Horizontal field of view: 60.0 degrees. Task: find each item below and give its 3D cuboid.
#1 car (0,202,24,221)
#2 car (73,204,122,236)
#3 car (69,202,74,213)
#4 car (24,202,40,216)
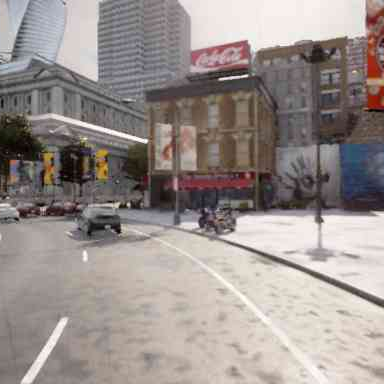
[{"bbox_3d":[-15.993,1.723,27.931,1.812,1.442,4.674,0,0,-43],"label":"car"},{"bbox_3d":[-5.477,1.588,19.369,1.837,1.490,4.892,0,-1,-27],"label":"car"},{"bbox_3d":[-9.443,1.735,30.804,1.895,1.301,4.718,0,0,-38],"label":"car"},{"bbox_3d":[-17.123,1.743,33.782,4.674,1.442,1.812,-1,0,42],"label":"car"}]
